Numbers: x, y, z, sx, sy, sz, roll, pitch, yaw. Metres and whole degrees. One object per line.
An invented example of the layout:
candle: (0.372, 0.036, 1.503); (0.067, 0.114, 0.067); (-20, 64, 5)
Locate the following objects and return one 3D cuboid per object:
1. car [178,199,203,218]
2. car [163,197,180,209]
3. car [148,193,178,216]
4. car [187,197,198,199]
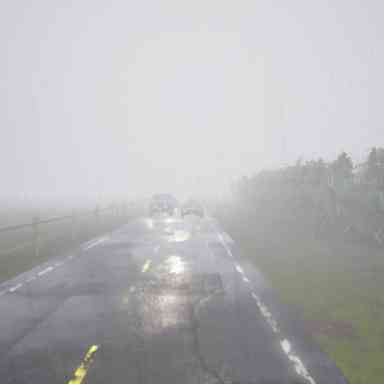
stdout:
car: (0.004, 1.534, 28.803); (1.895, 1.301, 4.718); (0, 0, 0)
car: (-2.765, 1.454, 44.994); (1.994, 1.385, 4.181); (0, 0, 0)
car: (-2.760, 1.147, 31.463); (2.150, 2.045, 5.566); (0, 0, 0)
car: (0.044, 1.398, 43.786); (1.837, 1.490, 4.892); (0, 1, 0)
